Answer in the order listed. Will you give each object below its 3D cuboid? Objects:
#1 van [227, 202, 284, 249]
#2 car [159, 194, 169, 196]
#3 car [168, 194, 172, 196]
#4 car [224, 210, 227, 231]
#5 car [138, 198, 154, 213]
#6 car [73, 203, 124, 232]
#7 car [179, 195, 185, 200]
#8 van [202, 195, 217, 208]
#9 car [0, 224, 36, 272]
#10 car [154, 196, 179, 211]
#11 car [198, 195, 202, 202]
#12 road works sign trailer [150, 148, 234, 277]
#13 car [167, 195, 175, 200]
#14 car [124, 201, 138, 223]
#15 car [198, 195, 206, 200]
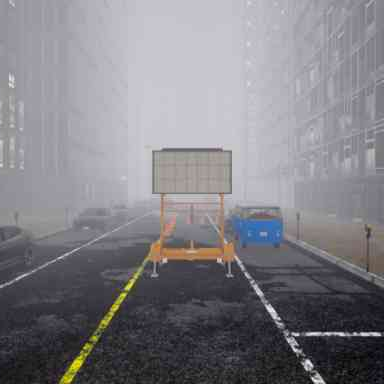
[{"bbox_3d":[2.690,1.338,14.337,1.690,1.788,3.998,0,0,0],"label":"van"},{"bbox_3d":[-5.671,1.536,59.916,1.947,1.339,4.313,0,0,0],"label":"car"},{"bbox_3d":[-5.670,1.278,65.612,2.192,1.841,5.009,0,0,0],"label":"car"},{"bbox_3d":[2.694,1.577,20.033,1.802,1.307,4.206,0,0,0],"label":"car"},{"bbox_3d":[-5.680,1.571,37.128,1.802,1.307,4.206,0,0,0],"label":"car"},{"bbox_3d":[-5.687,1.561,20.037,1.947,1.339,4.313,0,0,0],"label":"car"},{"bbox_3d":[-2.967,1.468,90.224,1.812,1.442,4.674,0,0,0],"label":"car"},{"bbox_3d":[2.704,1.322,48.518,1.690,1.788,3.998,0,0,0],"label":"van"},{"bbox_3d":[-5.691,1.564,8.643,1.947,1.339,4.313,0,0,0],"label":"car"},{"bbox_3d":[-3.082,1.534,40.714,2.033,1.411,5.357,0,0,0],"label":"car"},{"bbox_3d":[2.715,1.499,77.003,2.008,1.369,4.403,0,0,0],"label":"car"},{"bbox_3d":[0.004,0.462,10.223,2.380,3.560,2.880,0,0,0],"label":"road works sign trailer"},{"bbox_3d":[-5.660,1.514,88.402,1.802,1.307,4.206,0,0,0],"label":"car"},{"bbox_3d":[-5.685,1.539,25.734,1.887,1.381,4.507,0,0,0],"label":"car"},{"bbox_3d":[2.720,1.483,88.398,2.008,1.369,4.403,0,0,0],"label":"car"}]
